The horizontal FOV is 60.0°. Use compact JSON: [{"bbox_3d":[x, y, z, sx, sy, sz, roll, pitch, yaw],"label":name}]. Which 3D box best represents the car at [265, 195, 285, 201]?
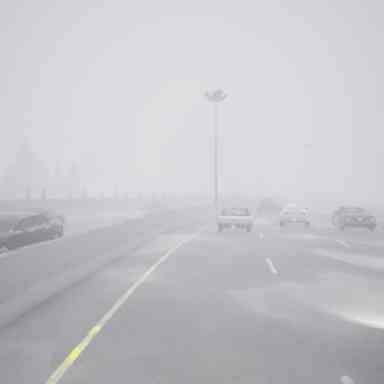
[{"bbox_3d":[18.916,1.386,75.733,5.357,1.411,2.033,0,0,-45],"label":"car"}]

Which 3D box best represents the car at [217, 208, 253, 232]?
[{"bbox_3d":[2.763,1.612,20.455,1.895,1.301,4.718,0,0,13],"label":"car"}]

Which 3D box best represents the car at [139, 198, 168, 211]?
[{"bbox_3d":[-4.802,1.520,41.972,2.128,1.511,4.902,0,0,24],"label":"car"}]

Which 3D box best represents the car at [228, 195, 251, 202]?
[{"bbox_3d":[7.719,1.560,50.793,1.837,1.490,4.892,0,0,32],"label":"car"}]

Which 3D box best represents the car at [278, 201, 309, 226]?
[{"bbox_3d":[7.248,1.545,23.723,1.812,1.442,4.674,0,0,15],"label":"car"}]

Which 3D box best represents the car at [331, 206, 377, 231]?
[{"bbox_3d":[10.056,1.571,20.982,2.033,1.411,5.357,0,0,15],"label":"car"}]

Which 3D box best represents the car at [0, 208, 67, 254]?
[{"bbox_3d":[-6.196,1.485,11.277,1.837,1.490,4.892,0,0,8],"label":"car"}]

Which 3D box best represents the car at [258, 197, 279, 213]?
[{"bbox_3d":[9.083,1.380,38.253,2.097,1.767,4.553,0,0,25],"label":"car"}]

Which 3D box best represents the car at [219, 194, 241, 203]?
[{"bbox_3d":[6.564,1.292,55.548,2.150,2.045,5.566,0,0,34],"label":"car"}]

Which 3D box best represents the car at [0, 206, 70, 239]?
[{"bbox_3d":[-8.646,1.545,18.000,1.994,1.385,4.181,0,0,11],"label":"car"}]
